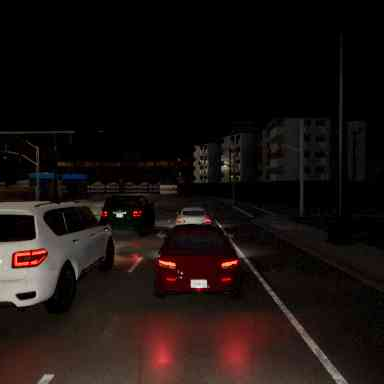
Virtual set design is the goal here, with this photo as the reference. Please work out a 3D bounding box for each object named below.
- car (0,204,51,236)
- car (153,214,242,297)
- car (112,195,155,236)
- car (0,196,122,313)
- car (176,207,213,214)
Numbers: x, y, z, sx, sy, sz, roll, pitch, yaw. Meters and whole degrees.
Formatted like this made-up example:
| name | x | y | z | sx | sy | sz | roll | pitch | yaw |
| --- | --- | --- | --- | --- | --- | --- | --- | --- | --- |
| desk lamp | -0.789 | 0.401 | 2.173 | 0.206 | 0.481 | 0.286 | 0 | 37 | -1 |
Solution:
| name | x | y | z | sx | sy | sz | roll | pitch | yaw |
| --- | --- | --- | --- | --- | --- | --- | --- | --- | --- |
| car | -10.469 | 1.492 | 19.523 | 2.033 | 1.411 | 5.357 | 0 | 0 | 0 |
| car | 0.118 | 1.521 | 8.423 | 1.812 | 1.442 | 4.674 | 0 | 0 | 0 |
| car | -3.355 | 1.179 | 18.139 | 2.150 | 2.045 | 5.566 | 0 | 0 | 0 |
| car | -3.385 | 1.218 | 7.780 | 2.150 | 2.045 | 5.566 | 0 | 0 | 0 |
| car | 0.112 | 1.490 | 17.510 | 1.812 | 1.442 | 4.674 | 0 | 0 | 1 |
